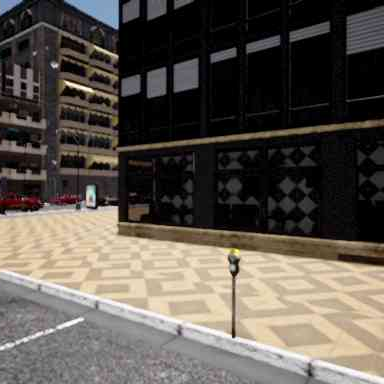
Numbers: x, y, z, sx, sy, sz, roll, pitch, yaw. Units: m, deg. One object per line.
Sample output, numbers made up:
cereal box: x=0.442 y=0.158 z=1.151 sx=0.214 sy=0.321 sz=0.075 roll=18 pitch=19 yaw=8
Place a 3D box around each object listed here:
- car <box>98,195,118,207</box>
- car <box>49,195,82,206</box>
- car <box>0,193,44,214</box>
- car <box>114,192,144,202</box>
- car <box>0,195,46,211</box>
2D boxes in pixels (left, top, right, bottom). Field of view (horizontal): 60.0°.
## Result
car: x=-9.276 y=1.016 z=37.921 sx=1.947 sy=1.339 sz=4.313 roll=2 pitch=2 yaw=35
car: x=-16.169 y=1.002 z=42.686 sx=1.802 sy=1.307 sz=4.206 roll=2 pitch=2 yaw=35
car: x=-15.652 y=0.973 z=28.836 sx=2.192 sy=1.841 sz=5.009 roll=2 pitch=2 yaw=35
car: x=-9.793 y=0.761 z=51.762 sx=2.008 sy=1.369 sz=4.403 roll=2 pitch=2 yaw=35
car: x=-18.183 y=1.090 z=35.338 sx=1.812 sy=1.442 sz=4.674 roll=0 pitch=1 yaw=35
